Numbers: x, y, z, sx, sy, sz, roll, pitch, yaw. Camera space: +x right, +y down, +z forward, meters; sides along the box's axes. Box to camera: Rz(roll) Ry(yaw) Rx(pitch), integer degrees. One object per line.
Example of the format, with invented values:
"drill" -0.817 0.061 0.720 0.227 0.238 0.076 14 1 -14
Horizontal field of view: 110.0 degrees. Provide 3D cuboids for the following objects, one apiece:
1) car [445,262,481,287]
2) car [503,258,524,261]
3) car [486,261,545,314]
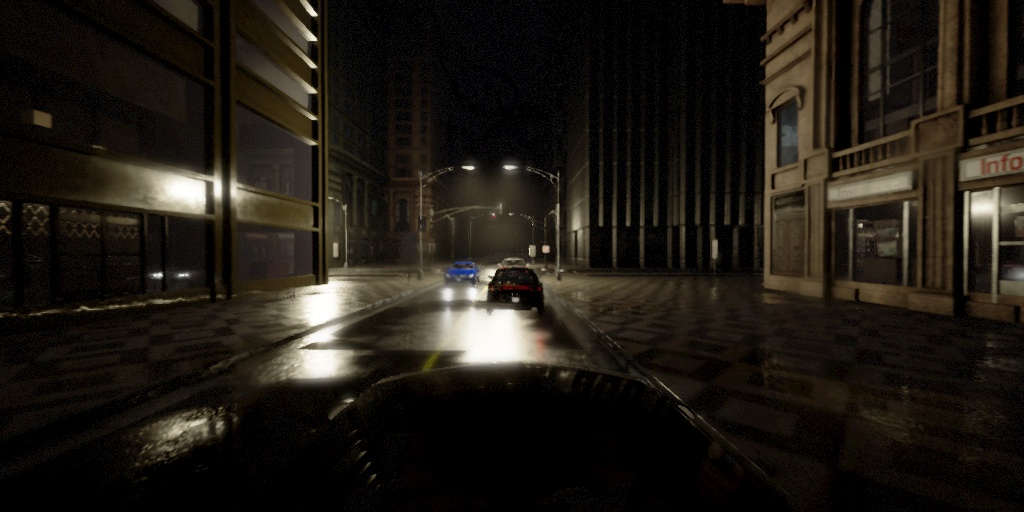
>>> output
"car" -3.043 1.094 23.019 1.812 1.442 4.674 0 0 0
"car" 0.105 0.914 23.888 2.097 1.767 4.553 0 0 0
"car" 0.104 1.130 13.236 1.882 1.535 5.008 0 1 0
